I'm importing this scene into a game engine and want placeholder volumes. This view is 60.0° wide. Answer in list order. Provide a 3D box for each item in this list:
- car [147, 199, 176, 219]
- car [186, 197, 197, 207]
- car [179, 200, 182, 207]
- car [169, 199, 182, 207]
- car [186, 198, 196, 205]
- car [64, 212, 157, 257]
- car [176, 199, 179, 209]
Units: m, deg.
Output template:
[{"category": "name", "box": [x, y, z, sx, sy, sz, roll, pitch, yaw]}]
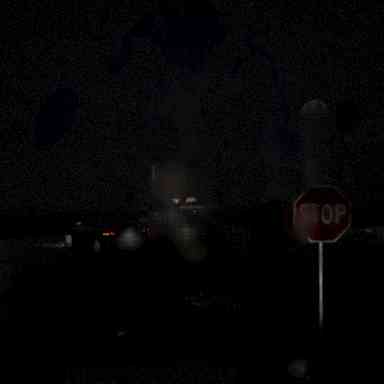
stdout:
[{"category": "car", "box": [-2.914, 1.616, 30.484, 2.033, 1.411, 5.357, 0, 0, 0]}, {"category": "car", "box": [-0.121, 1.797, 61.781, 2.097, 1.767, 4.553, 0, -1, 0]}, {"category": "car", "box": [-2.925, 1.766, 49.811, 2.128, 1.511, 4.902, 0, -1, 0]}, {"category": "car", "box": [-2.888, 1.980, 59.762, 1.994, 1.385, 4.181, 0, -1, 1]}, {"category": "car", "box": [-0.141, 2.107, 71.808, 2.033, 1.411, 5.357, 0, -1, 0]}, {"category": "car", "box": [-3.532, 1.616, 13.346, 1.994, 1.385, 4.181, 0, -1, -40]}, {"category": "car", "box": [-2.917, 1.754, 40.103, 1.895, 1.301, 4.718, 0, -1, 0]}]
